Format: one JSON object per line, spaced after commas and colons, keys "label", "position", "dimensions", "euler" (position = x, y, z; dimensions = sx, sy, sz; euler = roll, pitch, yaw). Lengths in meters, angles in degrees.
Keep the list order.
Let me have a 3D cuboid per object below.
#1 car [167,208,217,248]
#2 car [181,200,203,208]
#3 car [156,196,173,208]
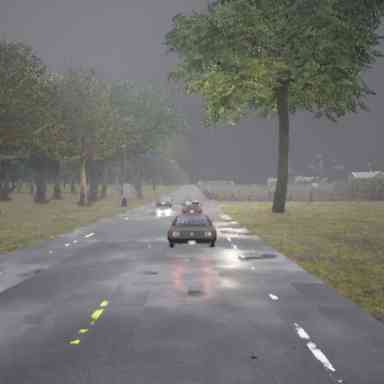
{"label": "car", "position": [0.000, 1.596, 14.677], "dimensions": [1.895, 1.301, 4.718], "euler": [0, 0, 0]}
{"label": "car", "position": [0.000, 1.409, 29.644], "dimensions": [1.812, 1.442, 4.674], "euler": [0, 1, 0]}
{"label": "car", "position": [-3.500, 1.231, 42.984], "dimensions": [2.128, 1.511, 4.902], "euler": [0, 1, 0]}
